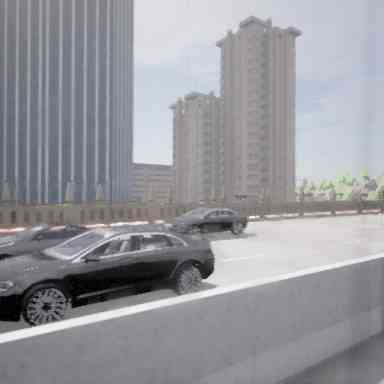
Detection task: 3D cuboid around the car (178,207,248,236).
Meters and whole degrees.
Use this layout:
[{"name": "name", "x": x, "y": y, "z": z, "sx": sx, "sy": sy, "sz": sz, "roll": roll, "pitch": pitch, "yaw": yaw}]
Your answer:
[{"name": "car", "x": 0.794, "y": 1.554, "z": 17.448, "sx": 4.902, "sy": 1.511, "sz": 2.128, "roll": 0, "pitch": 0, "yaw": -35}]

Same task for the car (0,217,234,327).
[{"name": "car", "x": -1.708, "y": 1.507, "z": 7.071, "sx": 4.902, "sy": 1.511, "sz": 2.128, "roll": 0, "pitch": 0, "yaw": -35}]
